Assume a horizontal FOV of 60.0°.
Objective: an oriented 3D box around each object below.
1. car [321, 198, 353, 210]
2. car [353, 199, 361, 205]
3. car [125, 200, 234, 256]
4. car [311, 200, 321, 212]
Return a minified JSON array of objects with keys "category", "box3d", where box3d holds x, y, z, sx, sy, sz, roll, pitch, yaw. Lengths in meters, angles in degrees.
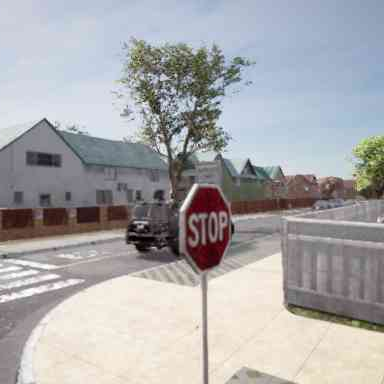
[{"category":"car","box3d":[17.123,1.611,39.154,2.097,1.767,4.553,-2,-1,35]},{"category":"car","box3d":[22.858,1.780,47.569,1.882,1.535,5.008,-2,-1,35]},{"category":"car","box3d":[-0.291,1.344,13.948,2.150,2.045,5.566,-2,-1,35]},{"category":"car","box3d":[17.389,1.843,44.472,2.128,1.511,4.902,-2,-1,35]}]
